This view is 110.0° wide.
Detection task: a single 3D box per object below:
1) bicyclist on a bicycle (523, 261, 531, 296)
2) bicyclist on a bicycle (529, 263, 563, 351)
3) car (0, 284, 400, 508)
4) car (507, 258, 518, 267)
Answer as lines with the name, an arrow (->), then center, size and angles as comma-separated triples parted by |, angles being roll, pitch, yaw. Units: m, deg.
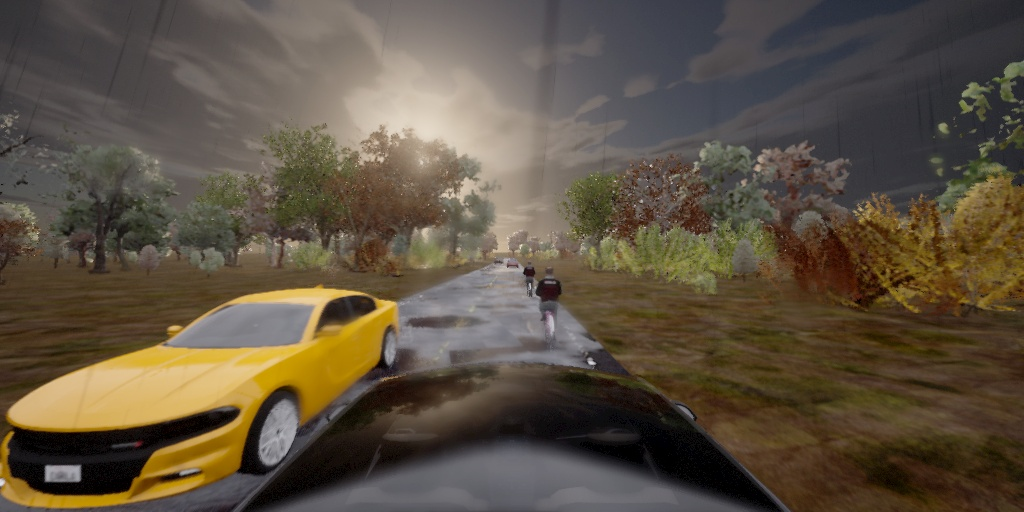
bicyclist on a bicycle -> 0.826, 1.119, 17.106 | 0.659, 1.776, 1.843 | 0, 0, 0
bicyclist on a bicycle -> 0.826, 1.120, 8.106 | 0.659, 1.776, 1.843 | 0, 0, 0
car -> -3.099, 1.228, 4.971 | 1.882, 1.535, 5.008 | 0, 0, 0
car -> 0.100, 1.277, 63.113 | 1.994, 1.385, 4.181 | 0, 0, 0
